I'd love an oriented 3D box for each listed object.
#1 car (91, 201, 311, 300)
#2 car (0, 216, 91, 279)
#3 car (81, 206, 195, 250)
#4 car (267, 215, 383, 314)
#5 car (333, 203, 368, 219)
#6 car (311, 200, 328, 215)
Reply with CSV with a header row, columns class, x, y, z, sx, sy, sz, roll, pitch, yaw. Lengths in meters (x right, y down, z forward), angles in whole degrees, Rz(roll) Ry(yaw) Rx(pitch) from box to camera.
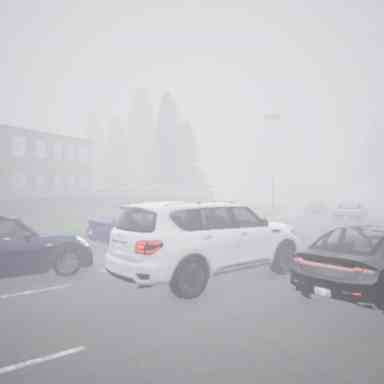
class,x,y,z,sx,sy,sz,roll,pitch,yaw
car,0.530,1.237,8.742,5.566,2.045,2.150,-1,0,-39
car,-5.061,1.417,8.909,4.553,1.767,2.097,0,0,-36
car,-2.365,1.531,15.487,5.008,1.535,1.882,-1,0,-40
car,4.075,1.471,7.229,4.902,1.511,2.128,0,0,-40
car,12.633,1.540,26.316,1.895,1.301,4.718,-1,0,35
car,12.587,1.517,33.619,1.994,1.385,4.181,0,0,24
